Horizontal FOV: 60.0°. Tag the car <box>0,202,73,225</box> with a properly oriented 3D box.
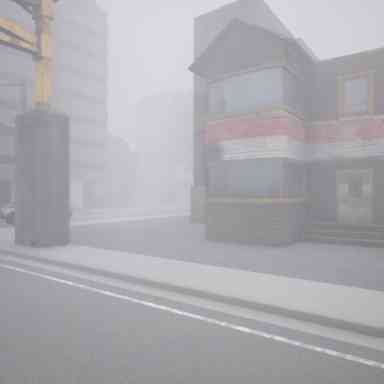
[{"bbox_3d":[-10.705,1.449,23.514,2.038,1.542,4.974,0,0,16],"label":"car"}]
